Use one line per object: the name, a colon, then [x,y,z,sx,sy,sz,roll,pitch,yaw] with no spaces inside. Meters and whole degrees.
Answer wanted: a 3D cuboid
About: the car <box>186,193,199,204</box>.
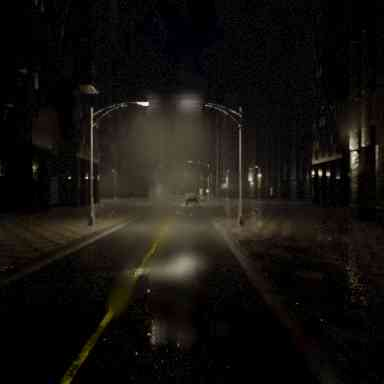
car: [0.009,1.185,61.309,2.150,2.045,5.566,0,0,0]
